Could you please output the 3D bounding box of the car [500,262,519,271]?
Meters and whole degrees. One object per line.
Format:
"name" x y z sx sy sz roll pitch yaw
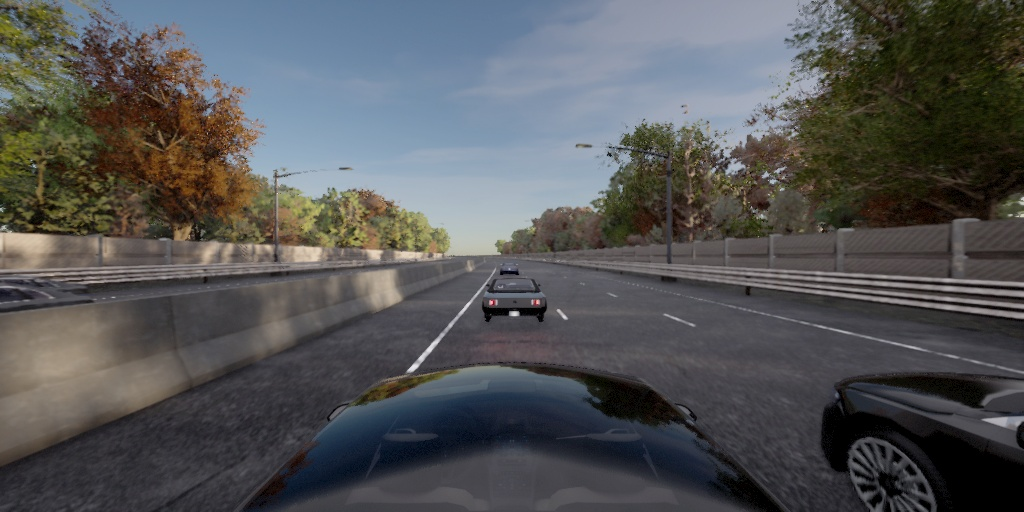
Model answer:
"car" -0.309 1.328 39.196 1.994 1.385 4.181 0 0 -1

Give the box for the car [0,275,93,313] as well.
"car" -10.587 1.246 6.261 2.128 1.511 4.902 0 0 0

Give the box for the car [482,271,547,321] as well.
"car" 0.060 1.355 12.420 1.895 1.301 4.718 0 0 0

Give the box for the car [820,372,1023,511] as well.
"car" 3.592 1.240 1.095 2.128 1.511 4.902 0 0 0
